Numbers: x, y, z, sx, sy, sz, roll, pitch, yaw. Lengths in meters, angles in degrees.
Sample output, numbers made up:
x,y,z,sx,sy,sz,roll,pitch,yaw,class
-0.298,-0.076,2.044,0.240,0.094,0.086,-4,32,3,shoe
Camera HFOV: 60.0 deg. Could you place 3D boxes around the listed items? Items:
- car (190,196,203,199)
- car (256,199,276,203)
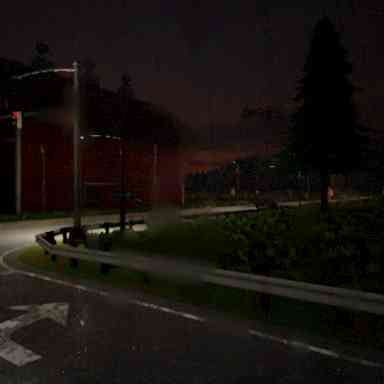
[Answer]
x,y,z,sx,sy,sz,roll,pitch,yaw,class
0.985,1.702,81.781,1.816,1.474,4.193,0,0,36,car
10.916,1.663,49.177,1.994,1.385,4.181,0,0,37,car
